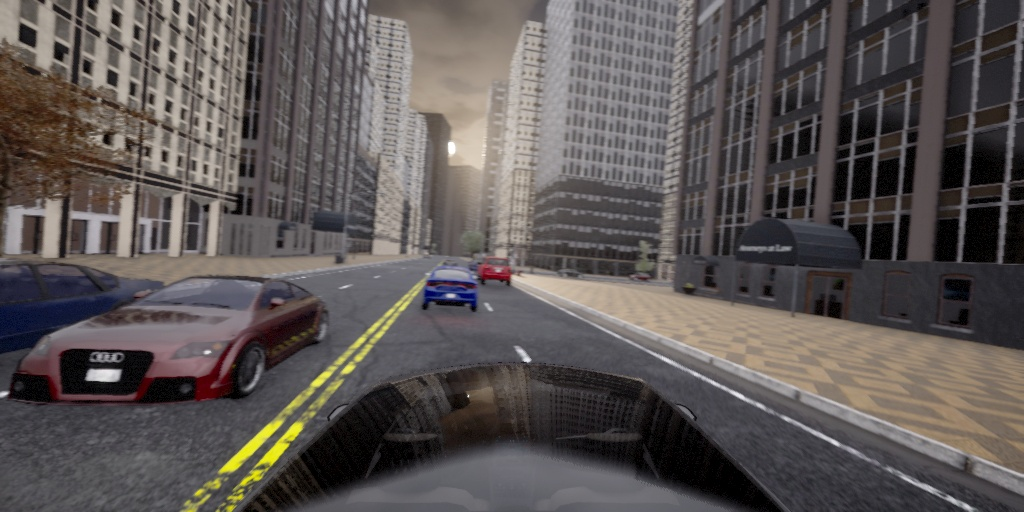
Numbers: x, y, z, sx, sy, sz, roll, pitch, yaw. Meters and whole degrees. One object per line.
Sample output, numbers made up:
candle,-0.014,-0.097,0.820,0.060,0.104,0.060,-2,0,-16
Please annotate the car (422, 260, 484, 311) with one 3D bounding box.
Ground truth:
car,-2.412,1.136,14.167,1.882,1.535,5.008,5,0,-10

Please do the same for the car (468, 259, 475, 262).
car,-4.201,1.104,43.254,2.097,1.767,4.553,5,0,-10

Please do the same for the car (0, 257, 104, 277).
car,-7.601,0.725,4.988,2.033,1.411,5.357,5,0,-10

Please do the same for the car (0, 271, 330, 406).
car,-4.413,0.996,5.559,1.994,1.385,4.181,5,0,-10

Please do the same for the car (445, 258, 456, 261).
car,-8.625,0.989,49.881,2.128,1.511,4.902,5,-2,-10

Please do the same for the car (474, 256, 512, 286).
car,-1.373,1.067,27.076,2.150,2.045,5.566,5,0,-9

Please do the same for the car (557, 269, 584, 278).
car,9.302,2.756,57.237,4.403,1.370,2.007,0,0,-11
